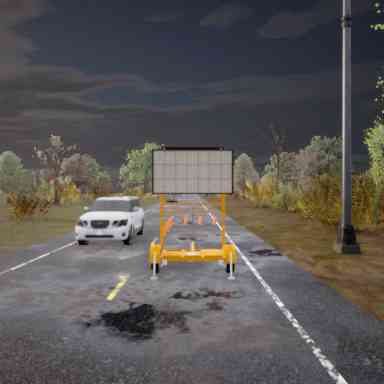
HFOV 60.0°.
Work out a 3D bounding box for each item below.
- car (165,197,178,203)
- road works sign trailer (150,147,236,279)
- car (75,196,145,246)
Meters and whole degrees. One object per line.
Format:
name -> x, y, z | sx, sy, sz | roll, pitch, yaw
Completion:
car -> -3.465, 1.556, 56.129 | 1.895, 1.301, 4.718 | 0, 0, 0
road works sign trailer -> 0.023, 0.464, 9.989 | 2.380, 3.560, 2.880 | 0, 0, 0
car -> -3.564, 1.219, 15.536 | 2.150, 2.045, 5.566 | 0, 0, 0
